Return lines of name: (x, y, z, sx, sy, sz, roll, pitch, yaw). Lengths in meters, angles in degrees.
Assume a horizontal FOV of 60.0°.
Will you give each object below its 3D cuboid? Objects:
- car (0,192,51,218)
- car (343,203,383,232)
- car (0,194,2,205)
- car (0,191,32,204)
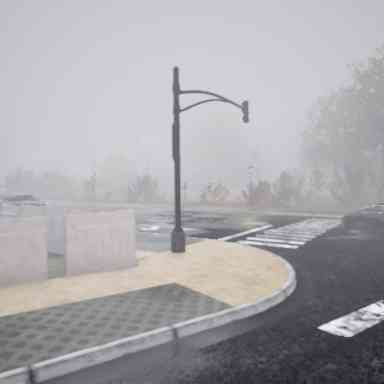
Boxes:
car: (-12.456, 0.911, 24.475, 4.553, 1.767, 2.097, 1, 1, 31)
car: (9.277, 1.276, 15.834, 2.128, 1.511, 4.902, 1, 1, -11)
car: (-24.722, 0.835, 39.273, 4.718, 1.301, 1.895, 1, 1, 30)
car: (-22.701, 0.685, 41.863, 4.902, 1.511, 2.128, 1, 1, 30)
